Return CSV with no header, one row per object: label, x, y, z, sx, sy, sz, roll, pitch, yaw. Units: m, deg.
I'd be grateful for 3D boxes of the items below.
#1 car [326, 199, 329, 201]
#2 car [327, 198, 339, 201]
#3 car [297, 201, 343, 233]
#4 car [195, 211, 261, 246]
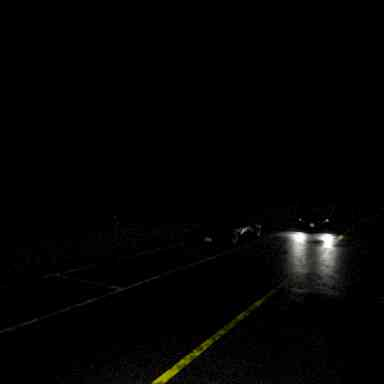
car,10.538,1.581,29.468,1.802,1.307,4.206,0,0,32
car,13.448,1.565,34.164,1.947,1.339,4.313,0,0,32
car,7.756,1.525,20.104,1.812,1.442,4.674,0,0,32
car,1.807,1.565,15.379,1.947,1.339,4.313,0,0,32
